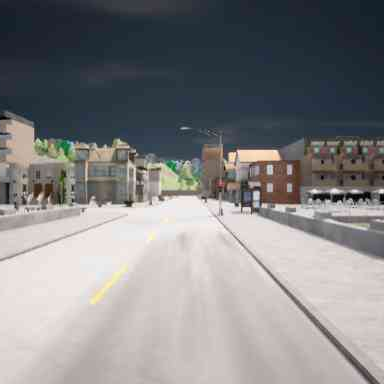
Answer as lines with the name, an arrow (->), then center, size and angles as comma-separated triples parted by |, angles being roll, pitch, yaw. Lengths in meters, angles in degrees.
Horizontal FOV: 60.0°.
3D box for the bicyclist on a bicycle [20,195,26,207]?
bicyclist on a bicycle -> -24.018, 1.324, 47.253 | 0.582, 1.620, 1.656 | 0, 0, 0
